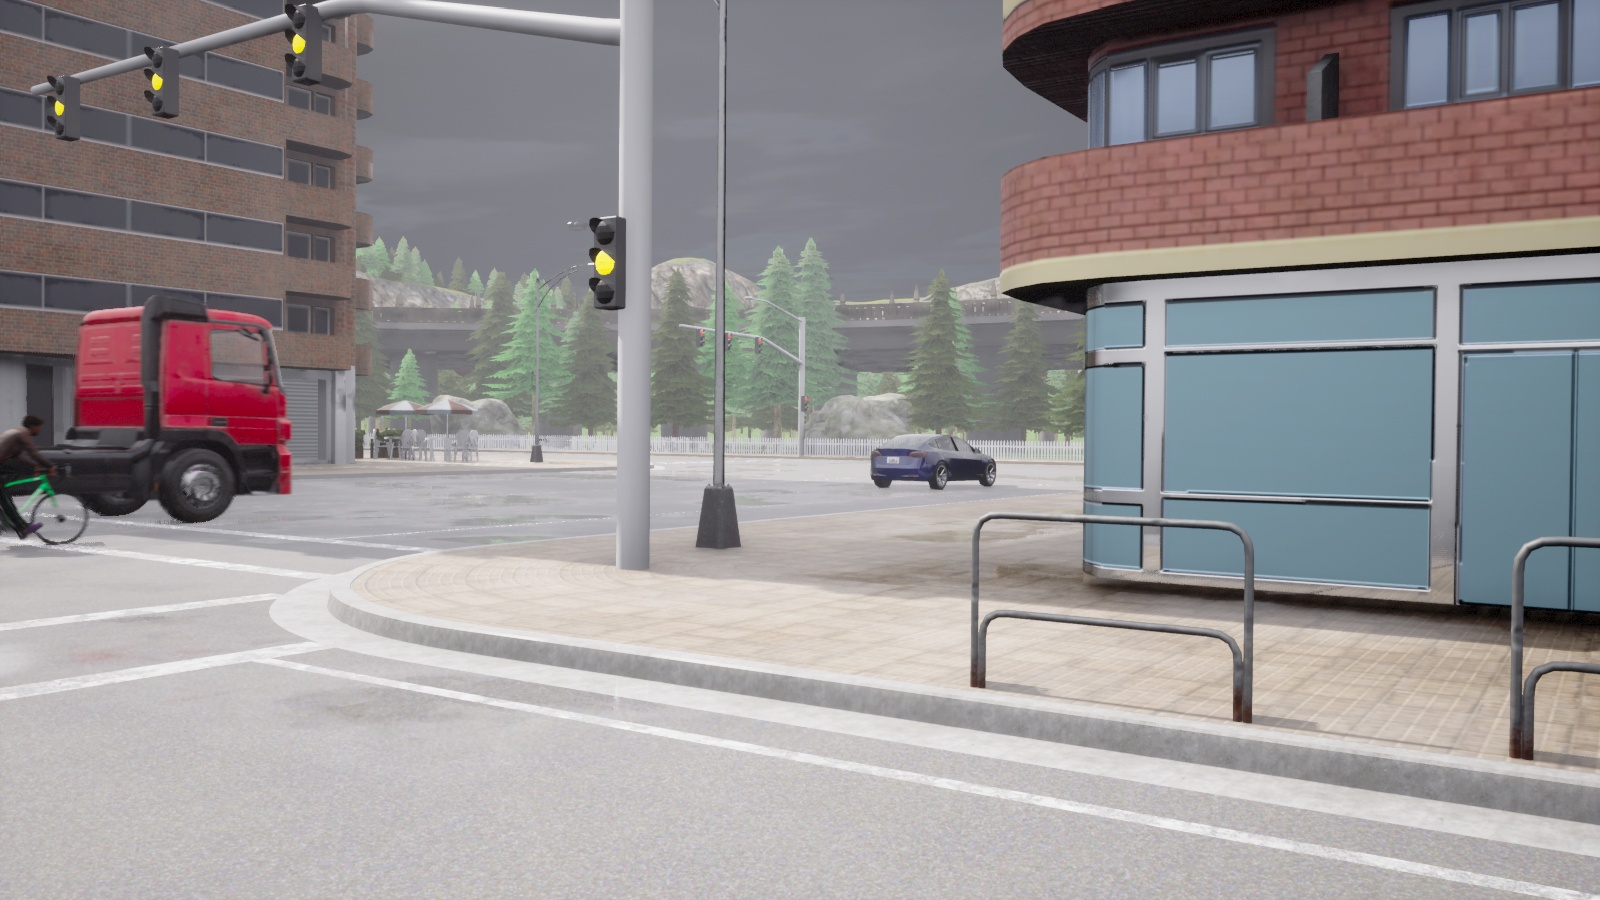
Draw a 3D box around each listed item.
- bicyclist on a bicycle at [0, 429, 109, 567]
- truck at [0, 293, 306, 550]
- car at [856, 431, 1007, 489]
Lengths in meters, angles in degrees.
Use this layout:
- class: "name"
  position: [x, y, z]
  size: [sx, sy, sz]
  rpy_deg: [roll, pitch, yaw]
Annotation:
- class: "bicyclist on a bicycle"
  position: [-9.403, 0.561, 15.258]
  size: [0.582, 1.620, 1.656]
  rpy_deg: [0, 1, 34]
- class: "truck"
  position: [-11.605, -0.395, 18.257]
  size: [2.891, 3.462, 7.936]
  rpy_deg: [0, 1, 34]
- class: "car"
  position: [3.731, 0.222, 34.811]
  size: [2.163, 1.488, 4.792]
  rpy_deg: [0, 1, 34]
